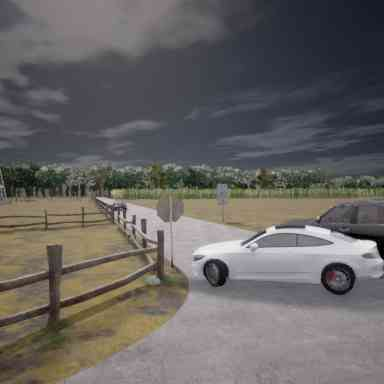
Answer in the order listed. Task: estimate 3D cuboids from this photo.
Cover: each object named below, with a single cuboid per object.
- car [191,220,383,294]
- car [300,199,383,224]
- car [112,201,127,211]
[{"bbox_3d":[2.295,1.612,8.661,4.674,1.442,1.812,-2,0,17],"label":"car"},{"bbox_3d":[5.104,1.227,9.809,2.150,2.045,5.566,-2,0,-40],"label":"car"},{"bbox_3d":[-10.823,1.981,49.471,2.033,1.411,5.357,-2,0,-18],"label":"car"}]
